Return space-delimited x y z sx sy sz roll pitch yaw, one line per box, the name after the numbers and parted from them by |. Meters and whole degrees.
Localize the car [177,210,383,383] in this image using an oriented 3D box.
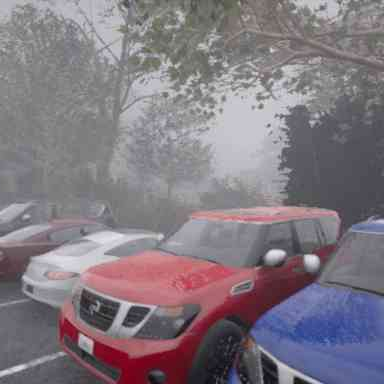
2.718 1.309 3.643 2.435 2.045 5.566 0 -1 44 | car

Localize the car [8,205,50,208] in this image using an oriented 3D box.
-9.206 1.527 15.173 2.163 1.488 4.792 0 -1 44 | car

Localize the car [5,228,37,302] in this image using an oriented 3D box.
-1.271 1.572 7.532 2.002 1.452 4.674 0 -1 44 | car

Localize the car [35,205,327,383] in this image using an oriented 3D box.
0.805 1.295 5.494 2.435 2.045 5.566 0 -1 44 | car

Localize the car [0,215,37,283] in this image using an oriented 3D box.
-3.184 1.522 9.381 2.097 1.535 5.008 0 -1 44 | car

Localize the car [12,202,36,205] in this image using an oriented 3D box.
-11.190 1.491 17.127 2.097 1.535 5.008 0 -1 44 | car

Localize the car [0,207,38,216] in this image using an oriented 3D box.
-7.164 1.534 13.278 2.163 1.488 4.792 0 -1 44 | car
